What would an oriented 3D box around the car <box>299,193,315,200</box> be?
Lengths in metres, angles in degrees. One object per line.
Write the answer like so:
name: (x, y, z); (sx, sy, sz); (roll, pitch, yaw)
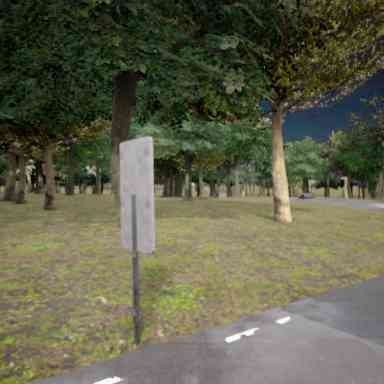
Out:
car: (23.318, 0.923, 67.648); (1.994, 1.385, 4.181); (-1, 0, -1)
